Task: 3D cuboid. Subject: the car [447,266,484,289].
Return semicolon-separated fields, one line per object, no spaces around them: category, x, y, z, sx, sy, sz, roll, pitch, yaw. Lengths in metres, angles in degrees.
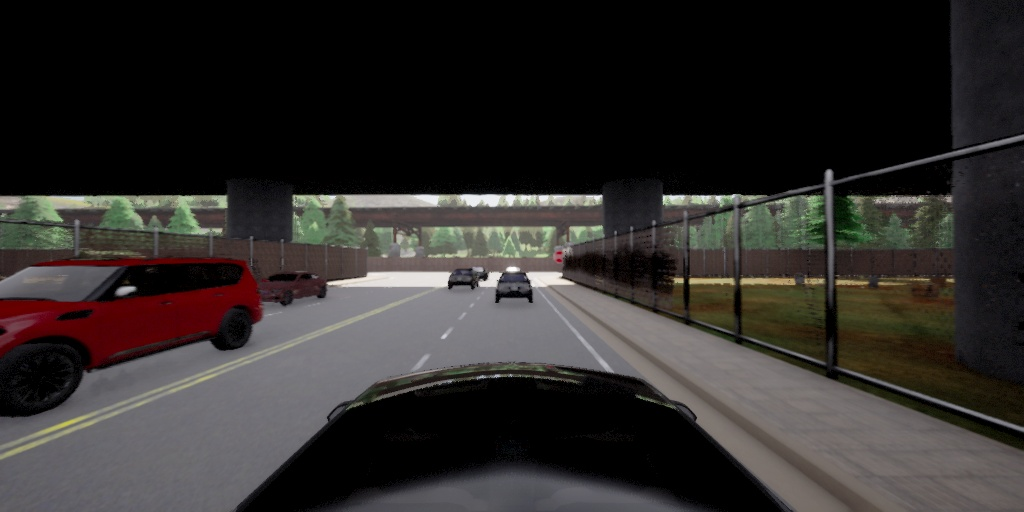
car;-3.404;1.579;25.852;2.033;1.411;5.357;0;-1;0

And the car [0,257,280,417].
car;-7.092;1.026;6.386;2.150;2.045;5.566;0;-1;0

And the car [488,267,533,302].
car;0.101;1.491;18.269;2.033;1.411;5.357;0;-1;0

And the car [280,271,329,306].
car;-10.556;1.455;17.119;1.812;1.442;4.674;0;-1;1

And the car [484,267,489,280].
car;-3.407;1.721;36.617;1.994;1.385;4.181;0;-1;0
